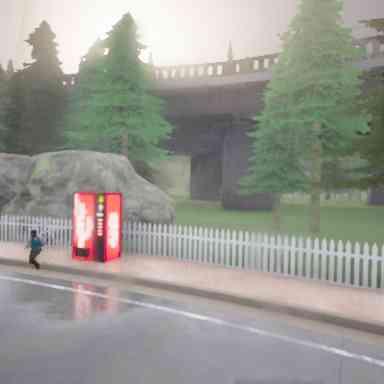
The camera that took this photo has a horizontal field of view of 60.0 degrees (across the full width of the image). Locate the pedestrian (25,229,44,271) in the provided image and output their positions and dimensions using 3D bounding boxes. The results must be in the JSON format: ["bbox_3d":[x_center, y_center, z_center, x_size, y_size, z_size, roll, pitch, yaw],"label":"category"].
[{"bbox_3d":[-3.979,1.462,8.473,0.500,1.100,0.500,2,1,22],"label":"pedestrian"}]

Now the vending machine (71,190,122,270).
[{"bbox_3d":[-2.693,0.994,9.482,0.880,2.100,1.100,2,1,23],"label":"vending machine"}]
